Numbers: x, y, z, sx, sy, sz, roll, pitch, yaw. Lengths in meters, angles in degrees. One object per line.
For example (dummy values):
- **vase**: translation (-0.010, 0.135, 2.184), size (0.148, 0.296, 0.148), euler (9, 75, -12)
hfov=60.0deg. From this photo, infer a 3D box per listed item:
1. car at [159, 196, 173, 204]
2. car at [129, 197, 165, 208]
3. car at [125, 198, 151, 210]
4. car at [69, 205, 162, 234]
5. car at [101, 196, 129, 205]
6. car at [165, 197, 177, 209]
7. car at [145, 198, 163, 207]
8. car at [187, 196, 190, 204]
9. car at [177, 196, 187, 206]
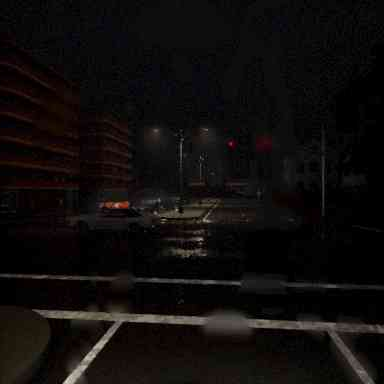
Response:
- **car**: translation (-5.025, 1.564, 63.890), size (1.994, 1.385, 4.181), euler (0, 0, 6)
- **car**: translation (-4.570, 1.491, 34.895), size (2.128, 1.511, 4.902), euler (0, 0, 6)
- **car**: translation (-7.094, 1.545, 44.386), size (2.033, 1.411, 5.357), euler (0, 0, 6)
- **car**: translation (-4.331, 1.601, 18.628), size (4.718, 1.301, 1.895), euler (0, 0, 7)
- **car**: translation (-8.084, 1.352, 34.968), size (2.097, 1.767, 4.553), euler (0, 0, 6)
- **car**: translation (-3.608, 1.601, 44.104), size (1.895, 1.301, 4.718), euler (0, 0, 6)
- **car**: translation (-6.092, 1.601, 53.916), size (1.895, 1.301, 4.718), euler (0, 0, 6)
- **car**: translation (-1.594, 1.505, 63.051), size (1.837, 1.490, 4.892), euler (0, 0, 7)
- **car**: translation (-2.652, 1.491, 53.149), size (2.128, 1.511, 4.902), euler (0, 0, 6)
